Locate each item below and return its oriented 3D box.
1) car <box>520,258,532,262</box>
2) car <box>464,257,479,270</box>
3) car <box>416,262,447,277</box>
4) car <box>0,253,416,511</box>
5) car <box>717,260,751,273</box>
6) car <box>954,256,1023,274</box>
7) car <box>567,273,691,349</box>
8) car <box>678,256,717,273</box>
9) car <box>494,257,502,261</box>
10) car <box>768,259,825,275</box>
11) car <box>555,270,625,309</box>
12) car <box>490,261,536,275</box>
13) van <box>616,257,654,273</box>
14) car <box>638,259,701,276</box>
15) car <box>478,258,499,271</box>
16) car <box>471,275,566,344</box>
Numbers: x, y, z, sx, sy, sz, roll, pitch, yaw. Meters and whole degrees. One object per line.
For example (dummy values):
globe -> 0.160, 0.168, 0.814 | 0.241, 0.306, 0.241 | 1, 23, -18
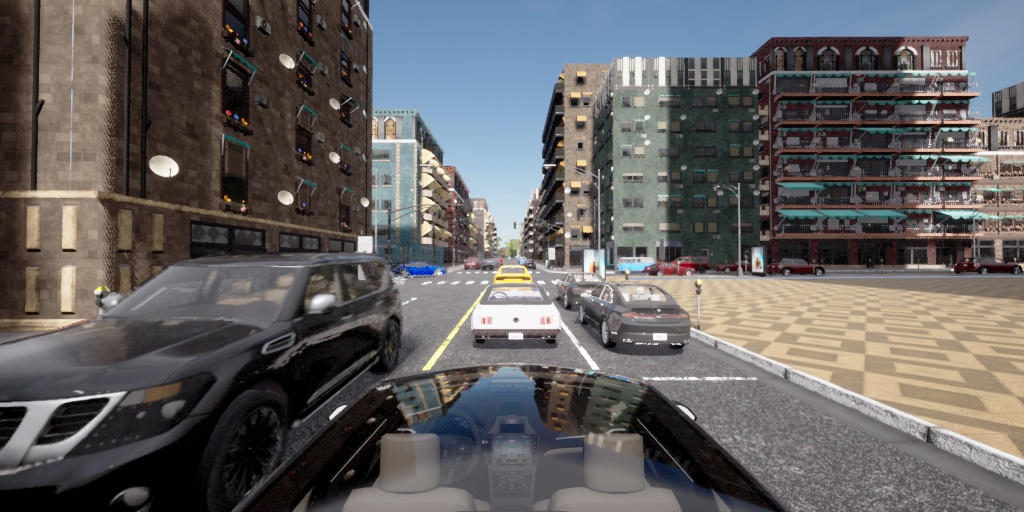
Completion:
car -> 2.572, 1.335, 52.760 | 1.948, 1.339, 4.313 | 0, 0, 0
car -> -5.809, 1.084, 52.780 | 2.192, 1.841, 5.009 | 0, 0, 0
car -> -8.857, 1.286, 34.804 | 5.008, 1.535, 1.882 | 0, -1, -12
car -> -3.107, 0.972, 4.608 | 2.150, 2.045, 5.566 | 0, 0, 0
car -> 24.737, 1.166, 39.546 | 4.507, 1.381, 1.888 | 0, 0, 0
car -> 41.276, 0.812, 31.086 | 4.097, 1.591, 1.967 | 0, 0, 0
car -> 2.804, 1.303, 8.997 | 2.007, 1.370, 4.403 | 0, 0, 0
car -> 19.209, 0.978, 39.573 | 5.009, 1.841, 2.192 | 0, 0, 0
car -> -3.220, 1.320, 60.143 | 2.033, 1.411, 5.357 | 0, 0, 0
car -> 24.695, 0.936, 31.166 | 4.097, 1.591, 1.967 | 0, 0, 0
car -> 2.791, 1.304, 14.567 | 2.007, 1.370, 4.403 | 0, 0, 0
car -> 0.052, 1.233, 19.033 | 1.882, 1.535, 5.008 | 0, 0, 0
van -> 13.682, 1.046, 39.600 | 3.998, 1.789, 1.690 | 0, 0, 0
car -> 13.639, 1.163, 31.219 | 4.207, 1.307, 1.802 | 0, 0, 0
car -> -3.230, 1.369, 50.450 | 1.895, 1.301, 4.718 | 0, 0, 1
car -> 0.080, 1.353, 9.580 | 1.895, 1.301, 4.718 | 0, 0, 0
